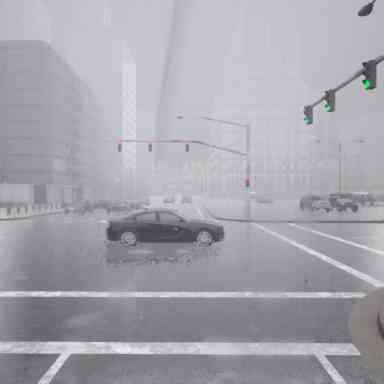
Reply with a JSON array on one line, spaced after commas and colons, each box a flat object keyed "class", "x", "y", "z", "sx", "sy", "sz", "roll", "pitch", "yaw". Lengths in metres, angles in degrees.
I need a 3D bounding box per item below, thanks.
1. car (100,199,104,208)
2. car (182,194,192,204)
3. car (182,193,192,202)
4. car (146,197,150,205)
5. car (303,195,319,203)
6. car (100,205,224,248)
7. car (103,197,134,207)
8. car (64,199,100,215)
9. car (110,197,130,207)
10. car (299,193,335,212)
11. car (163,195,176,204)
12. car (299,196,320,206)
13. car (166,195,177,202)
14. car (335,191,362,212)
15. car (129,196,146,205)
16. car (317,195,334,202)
[{"class": "car", "x": -11.536, "y": 1.601, "z": 43.403, "sx": 1.895, "sy": 1.301, "sz": 4.718, "roll": 0, "pitch": 0, "yaw": 0}, {"class": "car", "x": -1.070, "y": 1.600, "z": 65.665, "sx": 1.895, "sy": 1.301, "sz": 4.718, "roll": 0, "pitch": 0, "yaw": 0}, {"class": "car", "x": -1.122, "y": 1.181, "z": 74.394, "sx": 2.097, "sy": 1.767, "sz": 4.553, "roll": 0, "pitch": 0, "yaw": 0}, {"class": "car", "x": -8.096, "y": 1.491, "z": 55.316, "sx": 2.128, "sy": 1.511, "sz": 4.902, "roll": 0, "pitch": 0, "yaw": 0}, {"class": "car", "x": 24.446, "y": 1.395, "z": 68.286, "sx": 1.970, "sy": 1.475, "sz": 3.806, "roll": 0, "pitch": 0, "yaw": 0}, {"class": "car", "x": -1.134, "y": 1.477, "z": 14.308, "sx": 5.008, "sy": 1.535, "sz": 1.882, "roll": 0, "pitch": 0, "yaw": -1}, {"class": "car", "x": -7.996, "y": 1.564, "z": 36.730, "sx": 1.994, "sy": 1.385, "sz": 4.181, "roll": 0, "pitch": 0, "yaw": 0}, {"class": "car", "x": -11.481, "y": 1.491, "z": 34.135, "sx": 2.128, "sy": 1.511, "sz": 4.902, "roll": 0, "pitch": 0, "yaw": 0}, {"class": "car", "x": -11.592, "y": 1.547, "z": 53.943, "sx": 2.033, "sy": 1.411, "sz": 5.357, "roll": 0, "pitch": 0, "yaw": 0}, {"class": "car", "x": 13.159, "y": 1.153, "z": 35.744, "sx": 1.932, "sy": 1.855, "sz": 4.605, "roll": 0, "pitch": 0, "yaw": 0}, {"class": "car", "x": -4.569, "y": 1.564, "z": 65.564, "sx": 1.994, "sy": 1.385, "sz": 4.181, "roll": 0, "pitch": 0, "yaw": 0}, {"class": "car", "x": 18.716, "y": 1.395, "z": 53.170, "sx": 1.970, "sy": 1.475, "sz": 3.806, "roll": 0, "pitch": 0, "yaw": 0}, {"class": "car", "x": -4.623, "y": 1.351, "z": 74.402, "sx": 2.128, "sy": 1.511, "sz": 4.902, "roll": 0, "pitch": 0, "yaw": 0}, {"class": "car", "x": 16.053, "y": 1.156, "z": 35.696, "sx": 1.905, "sy": 1.878, "sz": 3.866, "roll": 0, "pitch": 0, "yaw": 0}, {"class": "car", "x": -8.047, "y": 1.352, "z": 45.432, "sx": 2.097, "sy": 1.767, "sz": 4.553, "roll": 0, "pitch": 0, "yaw": 0}, {"class": "car", "x": 27.341, "y": 1.363, "z": 68.293, "sx": 1.784, "sy": 1.438, "sz": 3.905, "roll": 0, "pitch": 0, "yaw": 0}]
